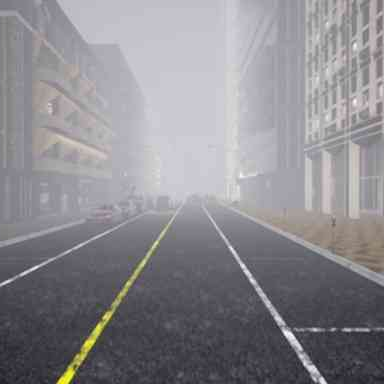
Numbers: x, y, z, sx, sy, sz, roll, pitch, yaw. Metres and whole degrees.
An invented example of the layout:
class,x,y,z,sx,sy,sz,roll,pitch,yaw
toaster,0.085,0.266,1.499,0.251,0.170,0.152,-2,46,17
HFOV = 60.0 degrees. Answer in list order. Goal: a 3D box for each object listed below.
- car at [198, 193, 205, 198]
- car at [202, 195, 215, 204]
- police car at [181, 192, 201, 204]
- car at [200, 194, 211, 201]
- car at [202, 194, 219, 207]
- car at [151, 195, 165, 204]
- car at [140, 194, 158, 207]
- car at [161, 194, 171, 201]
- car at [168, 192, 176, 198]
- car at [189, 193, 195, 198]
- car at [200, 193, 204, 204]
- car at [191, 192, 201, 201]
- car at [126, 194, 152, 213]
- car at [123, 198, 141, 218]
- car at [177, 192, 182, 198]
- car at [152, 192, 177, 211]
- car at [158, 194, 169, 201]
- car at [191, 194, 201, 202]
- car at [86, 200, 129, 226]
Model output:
class,x,y,z,sx,sy,sz,roll,pitch,yaw
car,2.691,0.968,95.457,1.887,1.381,4.507,0,0,0
car,2.690,1.197,55.919,2.008,1.369,4.403,0,0,0
police car,0.248,1.074,55.415,1.930,1.638,5.238,0,0,-18
car,2.691,1.146,67.215,1.947,1.339,4.313,0,0,0
car,2.690,1.239,44.791,1.752,1.417,4.829,0,0,0
car,-5.690,1.197,55.918,2.008,1.369,4.403,0,0,0
car,-5.690,1.155,44.621,1.967,1.590,4.097,0,0,0
car,-5.690,1.074,72.694,1.752,1.417,4.829,0,0,0
car,-5.689,0.864,95.457,1.967,1.590,4.097,0,0,0
car,0.002,0.900,91.106,1.812,1.442,4.674,0,0,0
car,2.691,1.120,50.268,1.967,1.590,4.097,0,0,0
car,0.901,0.907,71.397,2.097,1.767,4.553,0,0,0
car,-5.691,1.099,33.323,2.192,1.841,5.009,0,0,0
car,-5.690,1.401,27.676,1.802,1.307,4.206,0,0,0
car,-3.000,0.807,78.914,2.128,1.511,4.902,0,0,0
car,-3.094,1.114,36.939,2.097,1.767,4.553,0,0,0
car,-5.690,1.146,67.215,1.947,1.339,4.313,0,0,0
car,0.782,1.095,65.447,1.837,1.490,4.892,0,0,1
car,-5.691,1.436,22.028,1.802,1.307,4.206,0,0,0
